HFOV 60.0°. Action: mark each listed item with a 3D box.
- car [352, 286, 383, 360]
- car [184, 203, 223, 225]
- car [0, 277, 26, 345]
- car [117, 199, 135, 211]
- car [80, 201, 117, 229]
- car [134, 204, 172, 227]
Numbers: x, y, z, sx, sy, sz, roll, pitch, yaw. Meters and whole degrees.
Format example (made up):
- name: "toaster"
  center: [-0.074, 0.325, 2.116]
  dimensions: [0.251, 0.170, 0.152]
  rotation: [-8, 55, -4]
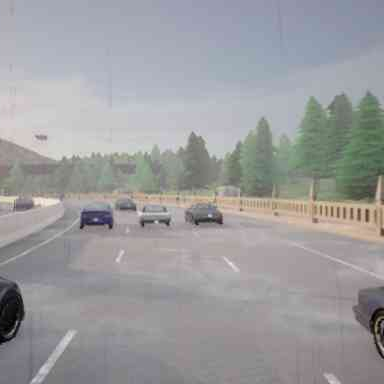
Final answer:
- name: "car"
  center: [3.453, 1.524, 2.648]
  dimensions: [2.033, 1.411, 5.357]
  rotation: [0, 0, -2]
- name: "car"
  center: [0.713, 1.478, 23.203]
  dimensions: [1.994, 1.385, 4.181]
  rotation: [0, 0, -13]
- name: "car"
  center: [-3.650, 1.564, 3.708]
  dimensions: [1.994, 1.385, 4.181]
  rotation: [0, 0, -2]
- name: "car"
  center: [-7.773, 1.456, 38.668]
  dimensions: [1.994, 1.385, 4.181]
  rotation: [0, 0, -22]
- name: "car"
  center: [-6.016, 1.425, 21.367]
  dimensions: [1.882, 1.535, 5.008]
  rotation: [0, 0, -12]
- name: "car"
  center: [-2.649, 1.531, 22.449]
  dimensions: [1.895, 1.301, 4.718]
  rotation: [0, 0, -13]
